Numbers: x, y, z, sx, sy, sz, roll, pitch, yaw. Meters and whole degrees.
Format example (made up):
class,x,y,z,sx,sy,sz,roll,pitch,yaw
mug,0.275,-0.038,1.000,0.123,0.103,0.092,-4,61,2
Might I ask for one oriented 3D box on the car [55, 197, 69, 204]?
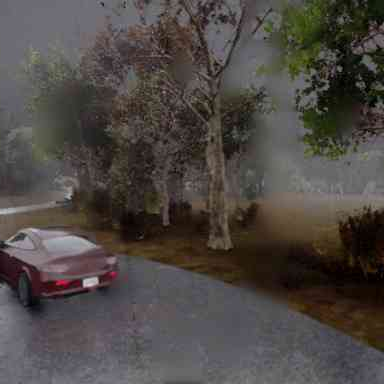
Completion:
class,x,y,z,sx,sy,sz,roll,pitch,yaw
car,-24.359,1.542,62.758,1.994,1.385,4.181,-2,1,-9

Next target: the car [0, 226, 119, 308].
class,x,y,z,sx,sy,sz,roll,pitch,yaw
car,-3.480,1.542,8.016,1.812,1.442,4.674,0,0,-42
